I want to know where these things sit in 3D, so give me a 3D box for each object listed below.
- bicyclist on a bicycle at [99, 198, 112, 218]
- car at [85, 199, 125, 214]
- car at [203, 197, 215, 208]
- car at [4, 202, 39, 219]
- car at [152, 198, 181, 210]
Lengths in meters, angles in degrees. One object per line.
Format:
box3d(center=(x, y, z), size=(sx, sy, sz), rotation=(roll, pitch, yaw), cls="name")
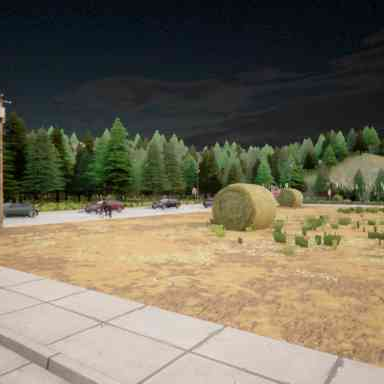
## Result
box3d(center=(-7.049, 1.327, 27.042), size=(1.656, 1.620, 0.582), rotation=(0, 0, 36), cls="bicyclist on a bicycle")
box3d(center=(-9.468, 1.552, 36.347), size=(1.812, 1.442, 4.674), rotation=(0, 0, 36), cls="car")
box3d(center=(3.489, 1.518, 47.795), size=(2.128, 1.511, 4.902), rotation=(0, 0, 37), cls="car")
box3d(center=(-15.382, 1.591, 28.356), size=(1.994, 1.385, 4.181), rotation=(0, 0, 36), cls="car")
box3d(center=(-3.386, 1.552, 44.573), size=(1.812, 1.442, 4.674), rotation=(0, 0, 37), cls="car")
